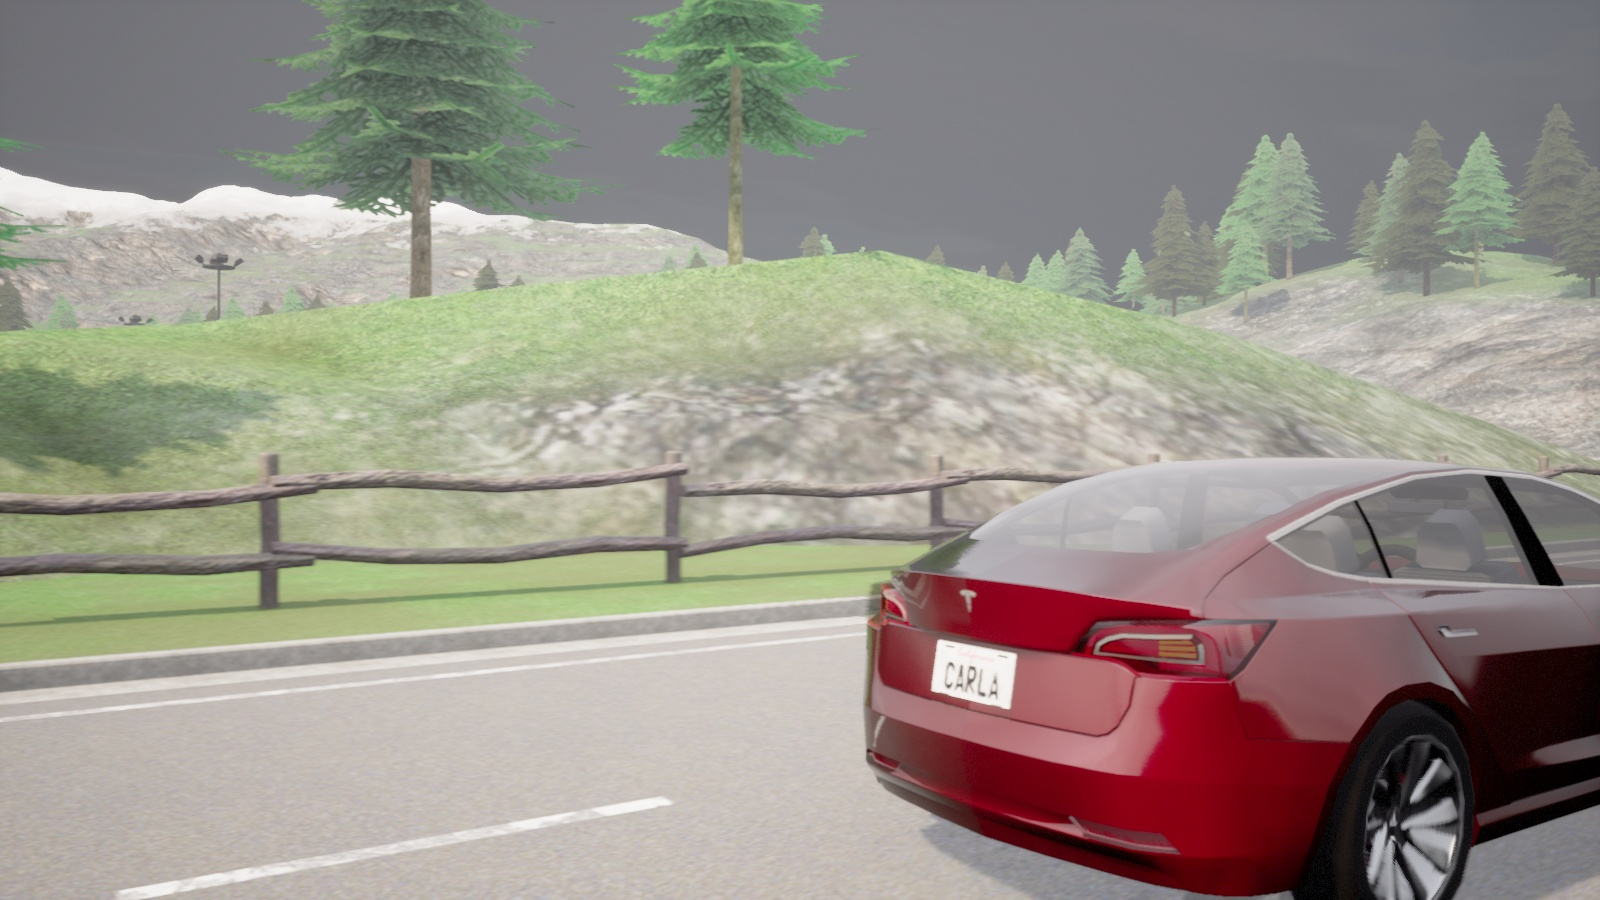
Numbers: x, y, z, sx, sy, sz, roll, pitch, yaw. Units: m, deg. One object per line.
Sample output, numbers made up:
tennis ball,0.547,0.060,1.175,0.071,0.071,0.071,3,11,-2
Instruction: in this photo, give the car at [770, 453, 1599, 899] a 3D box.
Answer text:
car,2.470,0.759,5.378,4.792,1.488,2.163,0,0,-35
